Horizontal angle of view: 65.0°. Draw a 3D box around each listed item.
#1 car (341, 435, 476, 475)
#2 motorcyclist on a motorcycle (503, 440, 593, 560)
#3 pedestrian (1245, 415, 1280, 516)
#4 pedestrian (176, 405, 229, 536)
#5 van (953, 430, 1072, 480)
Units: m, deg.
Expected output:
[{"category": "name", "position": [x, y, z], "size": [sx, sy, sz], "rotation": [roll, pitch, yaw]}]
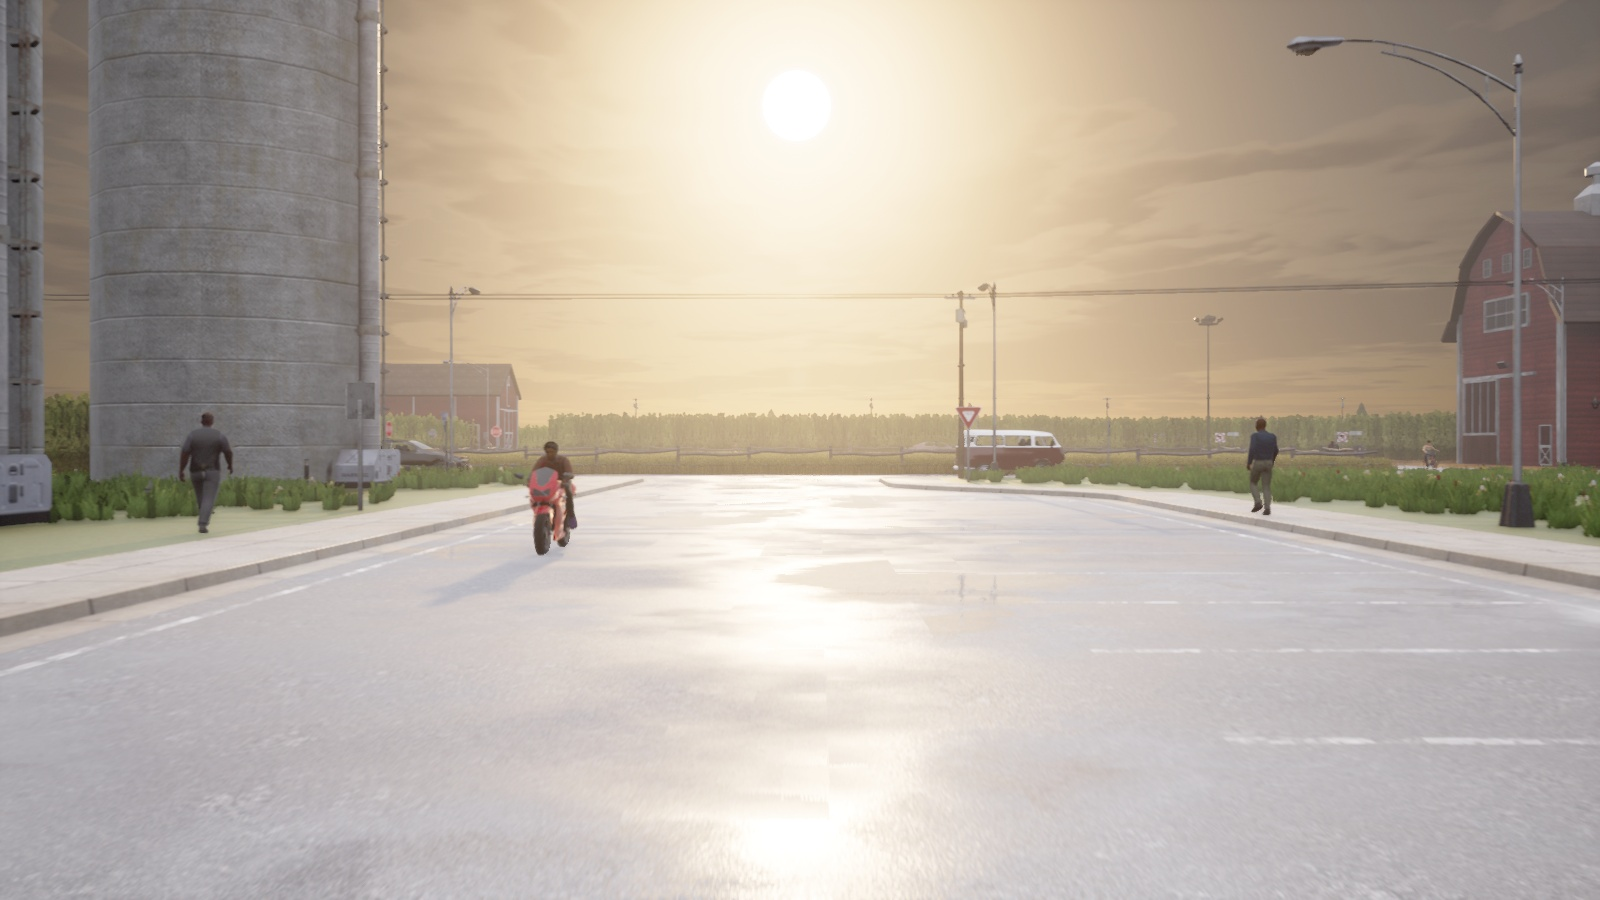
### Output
[{"category": "car", "position": [-16.566, 0.212, 53.315], "size": [5.027, 1.651, 2.152], "rotation": [0, 0, 2]}, {"category": "motorcyclist on a motorcycle", "position": [-3.387, 0.630, 17.046], "size": [0.797, 1.523, 2.044], "rotation": [0, 0, 0]}, {"category": "pedestrian", "position": [8.492, 0.279, 23.080], "size": [0.370, 1.835, 0.726], "rotation": [0, 0, -1]}, {"category": "pedestrian", "position": [-8.787, 0.286, 18.497], "size": [0.563, 1.883, 0.849], "rotation": [0, 0, -15]}, {"category": "van", "position": [8.829, 0.182, 52.420], "size": [4.480, 2.038, 2.069], "rotation": [0, 0, -8]}]
